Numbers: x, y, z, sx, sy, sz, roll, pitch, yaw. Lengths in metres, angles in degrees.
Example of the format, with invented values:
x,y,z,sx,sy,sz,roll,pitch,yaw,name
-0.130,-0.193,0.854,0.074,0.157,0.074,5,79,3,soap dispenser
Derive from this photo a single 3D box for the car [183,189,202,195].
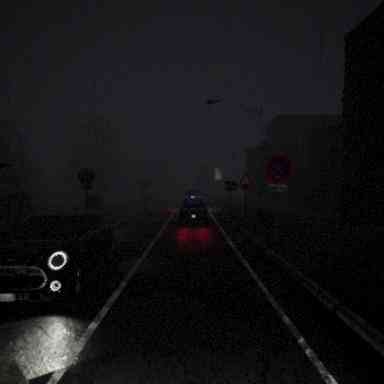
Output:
x,y,z,sx,sy,sz,roll,pitch,yaw,name
0.093,0.621,41.070,2.150,2.045,5.566,0,2,0,car

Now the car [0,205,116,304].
x,y,z,sx,sy,sz,roll,pitch,yaw,name
-3.351,1.286,8.230,2.097,1.767,4.553,0,1,0,car

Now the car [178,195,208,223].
x,y,z,sx,sy,sz,roll,pitch,yaw,name
0.097,1.239,22.882,2.128,1.511,4.902,0,1,0,car
